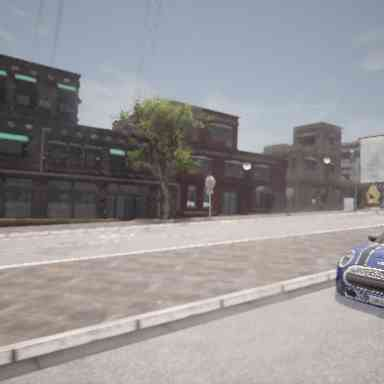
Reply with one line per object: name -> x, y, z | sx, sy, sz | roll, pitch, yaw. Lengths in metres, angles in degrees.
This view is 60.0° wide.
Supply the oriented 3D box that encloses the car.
car -> 5.207, 1.386, 7.325 | 4.553, 1.767, 2.097 | 0, 0, -35
